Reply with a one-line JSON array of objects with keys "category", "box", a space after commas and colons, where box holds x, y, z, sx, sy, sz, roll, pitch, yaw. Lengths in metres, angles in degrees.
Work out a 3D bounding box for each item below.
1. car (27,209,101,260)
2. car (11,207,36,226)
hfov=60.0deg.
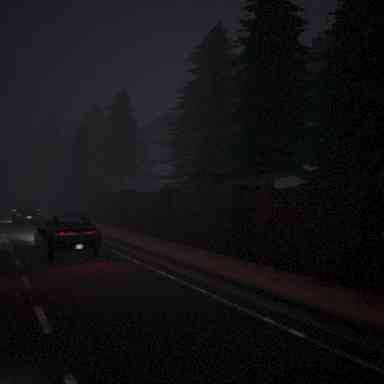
[{"category": "car", "box": [-5.041, 1.639, 13.247, 2.128, 1.511, 4.902, 1, -1, -31]}, {"category": "car", "box": [-12.987, 1.828, 26.133, 1.994, 1.385, 4.181, 1, -1, -31]}]
